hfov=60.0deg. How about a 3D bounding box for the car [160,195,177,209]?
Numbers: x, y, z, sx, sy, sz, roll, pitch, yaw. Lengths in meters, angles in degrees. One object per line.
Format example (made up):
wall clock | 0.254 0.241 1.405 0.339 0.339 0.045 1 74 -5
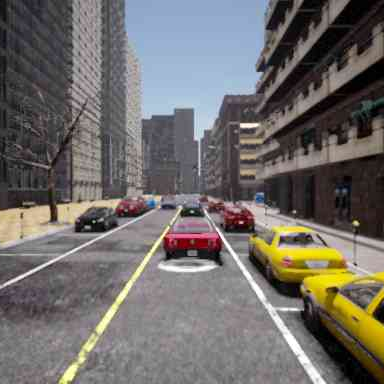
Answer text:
car | -3.035 1.528 44.106 2.033 1.411 5.357 0 0 1

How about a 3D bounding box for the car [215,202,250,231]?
car | 2.682 1.532 20.331 1.887 1.381 4.507 0 0 0

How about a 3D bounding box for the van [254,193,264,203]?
van | 13.698 1.096 62.370 3.998 1.788 1.690 -1 1 0

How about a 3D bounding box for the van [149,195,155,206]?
van | -5.703 1.322 42.421 1.690 1.788 3.998 0 0 0

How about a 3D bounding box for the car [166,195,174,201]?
car | -5.709 1.544 85.866 1.887 1.381 4.507 0 0 0

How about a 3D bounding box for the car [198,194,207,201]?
car | 2.670 1.440 85.867 1.967 1.590 4.097 0 0 0

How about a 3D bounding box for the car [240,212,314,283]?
car | 2.684 1.519 9.455 1.752 1.417 4.829 0 0 0

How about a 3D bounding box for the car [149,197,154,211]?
car | -5.701 1.547 36.899 1.947 1.339 4.313 0 0 0

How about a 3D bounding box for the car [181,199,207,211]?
car | 0.042 1.548 28.320 1.994 1.385 4.181 0 0 0

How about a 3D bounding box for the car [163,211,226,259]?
car | 0.036 1.592 12.513 1.895 1.301 4.718 0 0 0

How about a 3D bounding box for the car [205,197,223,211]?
car | 2.679 1.526 36.899 1.887 1.381 4.507 0 0 0

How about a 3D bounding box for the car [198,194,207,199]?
car | 2.673 1.537 74.812 1.887 1.381 4.507 0 0 0

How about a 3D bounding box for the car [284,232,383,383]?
car | 2.686 1.522 3.931 1.752 1.417 4.829 0 0 0

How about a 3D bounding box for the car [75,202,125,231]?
car | -5.698 1.553 20.330 1.947 1.339 4.313 0 0 0

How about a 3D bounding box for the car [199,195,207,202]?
car | 2.672 1.540 80.339 1.887 1.381 4.507 0 0 0

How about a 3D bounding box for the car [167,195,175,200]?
car | -5.710 1.570 91.395 1.947 1.339 4.313 0 0 0

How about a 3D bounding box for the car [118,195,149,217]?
car | -5.701 1.297 31.375 2.192 1.841 5.009 0 0 0
